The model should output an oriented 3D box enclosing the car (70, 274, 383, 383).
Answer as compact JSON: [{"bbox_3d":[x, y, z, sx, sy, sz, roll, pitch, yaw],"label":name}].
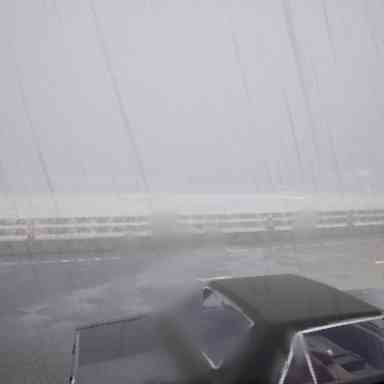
[{"bbox_3d":[1.250,1.595,3.376,4.718,1.301,1.895,0,0,-18],"label":"car"}]
